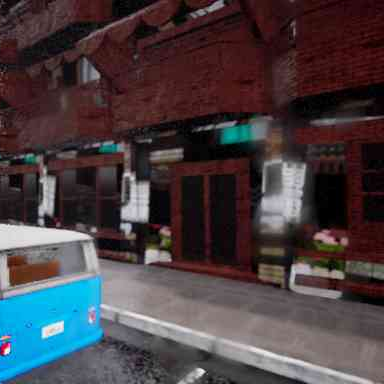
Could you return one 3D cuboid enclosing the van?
[{"bbox_3d":[-3.127,1.383,4.964,3.998,1.788,1.690,-1,-1,35],"label":"van"}]
